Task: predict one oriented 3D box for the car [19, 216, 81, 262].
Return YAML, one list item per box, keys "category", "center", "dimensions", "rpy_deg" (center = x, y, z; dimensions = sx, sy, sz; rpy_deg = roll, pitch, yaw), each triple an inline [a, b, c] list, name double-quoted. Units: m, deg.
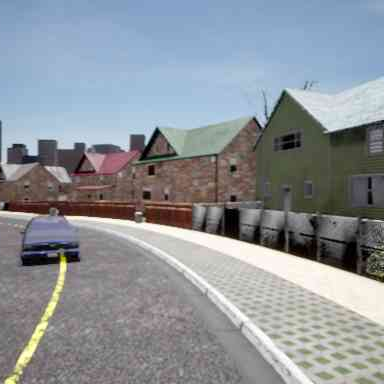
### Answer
- category: "car"
  center: [-5.570, 1.646, 12.992]
  dimensions: [2.033, 1.411, 5.357]
  rpy_deg: [0, -1, -25]
